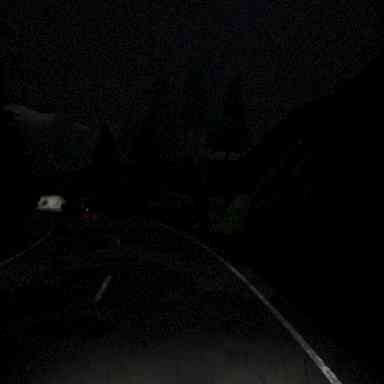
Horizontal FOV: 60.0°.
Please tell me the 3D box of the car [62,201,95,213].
[{"bbox_3d":[-13.096,1.676,38.156,4.718,1.301,1.895,0,0,44],"label":"car"}]
